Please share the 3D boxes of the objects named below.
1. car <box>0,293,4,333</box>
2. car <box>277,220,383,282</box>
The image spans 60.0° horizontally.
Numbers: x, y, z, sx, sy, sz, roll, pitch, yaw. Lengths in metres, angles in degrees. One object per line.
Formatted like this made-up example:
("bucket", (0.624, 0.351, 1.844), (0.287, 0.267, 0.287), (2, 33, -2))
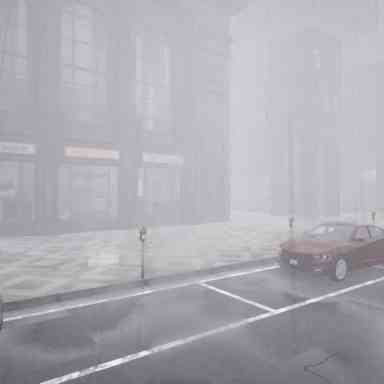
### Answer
("car", (-4.701, 1.315, 3.290), (5.009, 1.841, 2.192), (0, 0, -36))
("car", (4.419, 1.545, 9.798), (4.507, 1.381, 1.887), (0, 0, -36))
